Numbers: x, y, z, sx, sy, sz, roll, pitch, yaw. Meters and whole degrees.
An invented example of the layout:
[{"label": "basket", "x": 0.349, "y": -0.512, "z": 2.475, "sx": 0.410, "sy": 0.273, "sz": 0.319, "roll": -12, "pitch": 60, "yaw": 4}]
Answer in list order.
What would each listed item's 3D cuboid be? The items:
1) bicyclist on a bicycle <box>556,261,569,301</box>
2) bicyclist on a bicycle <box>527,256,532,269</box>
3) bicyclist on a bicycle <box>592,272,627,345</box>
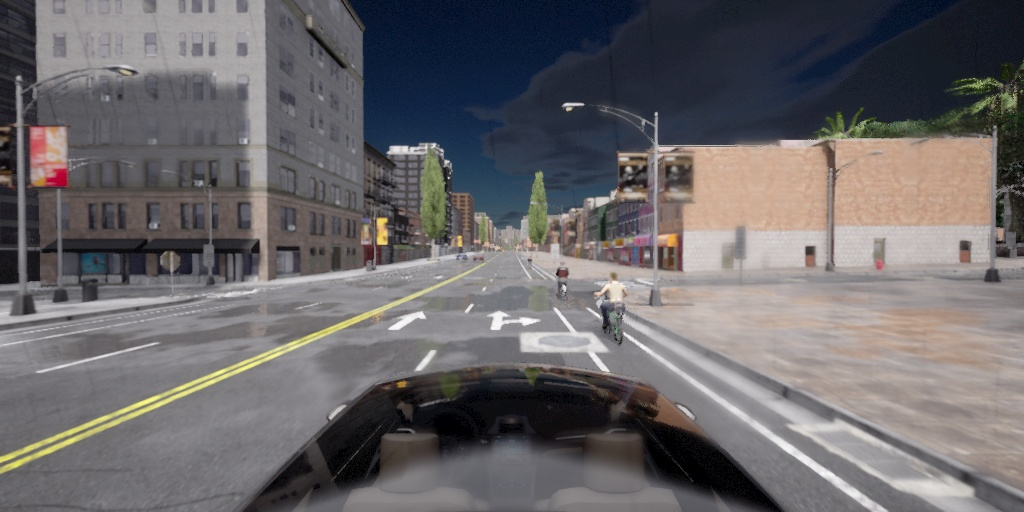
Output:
[{"label": "bicyclist on a bicycle", "x": 2.253, "y": 1.114, "z": 16.156, "sx": 0.659, "sy": 1.776, "sz": 1.843, "roll": 0, "pitch": 0, "yaw": 0}, {"label": "bicyclist on a bicycle", "x": 2.256, "y": 0.859, "z": 45.381, "sx": 0.659, "sy": 1.776, "sz": 1.843, "roll": 0, "pitch": 1, "yaw": 0}, {"label": "bicyclist on a bicycle", "x": 2.379, "y": 1.183, "z": 8.495, "sx": 0.866, "sy": 1.612, "sz": 1.509, "roll": 0, "pitch": 0, "yaw": 0}]
